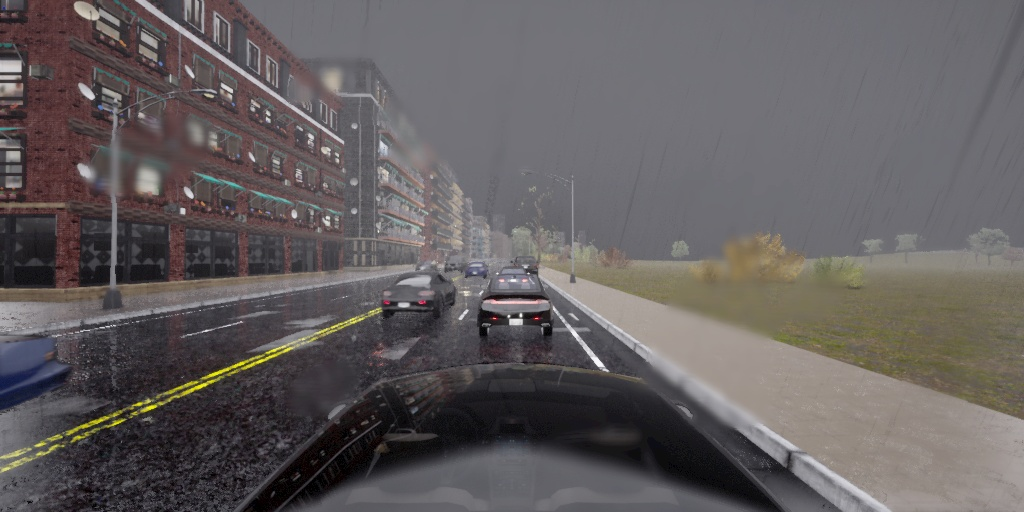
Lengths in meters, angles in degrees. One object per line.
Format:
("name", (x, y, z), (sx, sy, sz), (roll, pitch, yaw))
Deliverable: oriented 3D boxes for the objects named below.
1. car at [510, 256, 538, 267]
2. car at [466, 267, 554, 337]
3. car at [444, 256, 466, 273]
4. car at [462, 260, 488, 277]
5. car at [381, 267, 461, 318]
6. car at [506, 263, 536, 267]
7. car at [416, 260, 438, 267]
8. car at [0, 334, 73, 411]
("car", (1.070, 0.979, 30.984), (2.150, 2.045, 5.566), (0, 0, 0))
("car", (0.081, 1.243, 10.331), (2.128, 1.511, 4.902), (0, 0, 0))
("car", (-6.697, 0.975, 43.243), (2.150, 2.045, 5.566), (0, 0, 0))
("car", (-3.222, 1.279, 33.324), (1.812, 1.442, 4.674), (0, 0, 0))
("car", (-3.176, 1.278, 12.807), (1.812, 1.442, 4.674), (0, 0, 0))
("car", (0.060, 1.301, 20.771), (2.033, 1.411, 5.357), (0, 0, 0))
("car", (-9.945, 1.245, 42.172), (2.128, 1.511, 4.902), (0, 0, 0))
("car", (-6.600, 1.298, 2.154), (2.033, 1.411, 5.357), (0, 0, 0))
